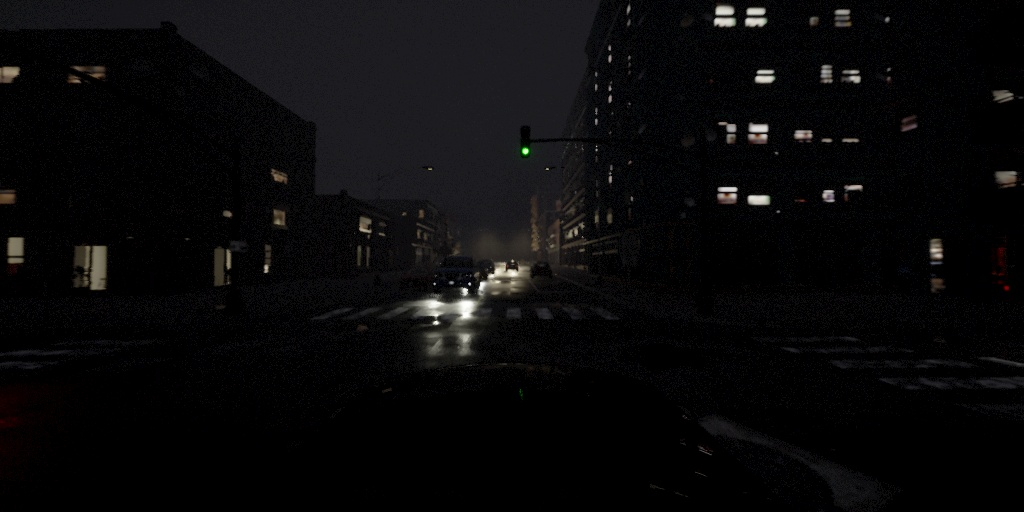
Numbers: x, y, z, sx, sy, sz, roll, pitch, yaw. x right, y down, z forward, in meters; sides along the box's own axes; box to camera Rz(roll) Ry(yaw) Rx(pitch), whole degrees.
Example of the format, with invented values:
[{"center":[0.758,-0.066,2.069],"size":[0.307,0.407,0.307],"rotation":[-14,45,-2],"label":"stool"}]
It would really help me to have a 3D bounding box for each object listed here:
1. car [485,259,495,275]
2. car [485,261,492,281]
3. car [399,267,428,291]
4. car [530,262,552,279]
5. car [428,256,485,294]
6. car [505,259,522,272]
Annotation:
[{"center":[-3.068,1.202,41.723],"size":[2.097,1.767,4.553],"rotation":[0,-1,0],"label":"car"},{"center":[-3.067,1.384,31.038],"size":[1.994,1.385,4.181],"rotation":[0,0,1],"label":"car"},{"center":[-5.763,1.345,22.665],"size":[1.888,1.381,4.507],"rotation":[0,0,0],"label":"car"},{"center":[2.697,1.267,34.093],"size":[1.967,1.591,4.097],"rotation":[0,0,0],"label":"car"},{"center":[-3.086,1.018,21.118],"size":[2.150,2.045,5.566],"rotation":[0,0,0],"label":"car"},{"center":[0.009,1.414,49.919],"size":[2.033,1.411,5.357],"rotation":[0,0,0],"label":"car"}]
